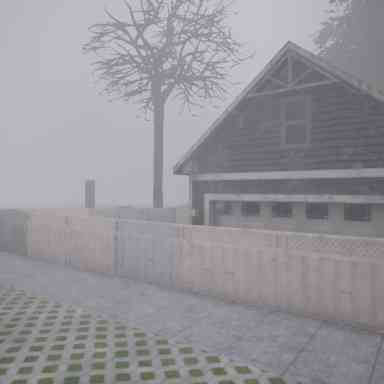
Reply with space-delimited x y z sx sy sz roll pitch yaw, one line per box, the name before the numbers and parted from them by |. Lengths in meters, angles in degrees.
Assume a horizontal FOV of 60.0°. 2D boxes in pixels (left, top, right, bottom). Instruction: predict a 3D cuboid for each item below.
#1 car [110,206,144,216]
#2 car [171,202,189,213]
car | -6.419 1.894 28.953 1.895 1.301 4.718 0 -1 35
car | -0.368 1.918 37.534 1.882 1.535 5.008 0 -1 35
